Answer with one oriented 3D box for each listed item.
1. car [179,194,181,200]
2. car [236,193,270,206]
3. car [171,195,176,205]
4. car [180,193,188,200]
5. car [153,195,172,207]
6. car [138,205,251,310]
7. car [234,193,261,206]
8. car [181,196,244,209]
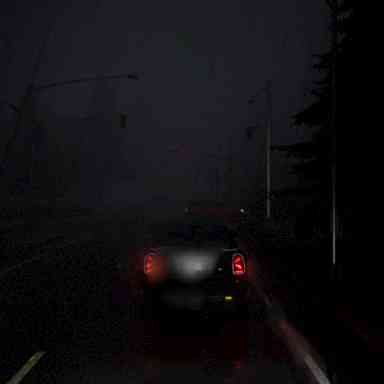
[{"bbox_3d":[-2.137,1.155,83.504,2.097,1.767,4.553,0,0,-13],"label":"car"},{"bbox_3d":[8.902,1.142,48.722,4.605,1.855,1.932,0,0,-1],"label":"car"},{"bbox_3d":[-4.059,1.473,52.754,1.837,1.490,4.892,0,0,0],"label":"car"},{"bbox_3d":[-0.860,1.552,73.369,1.895,1.301,4.718,0,0,-7],"label":"car"},{"bbox_3d":[-3.998,1.495,43.580,1.812,1.442,4.674,0,0,0],"label":"car"},{"bbox_3d":[0.070,1.352,8.006,2.097,1.767,4.553,0,0,1],"label":"car"},{"bbox_3d":[8.490,1.144,51.233,3.866,1.878,1.905,0,0,-1],"label":"car"},{"bbox_3d":[1.679,1.338,23.697,4.553,1.767,2.097,0,0,1],"label":"car"}]
